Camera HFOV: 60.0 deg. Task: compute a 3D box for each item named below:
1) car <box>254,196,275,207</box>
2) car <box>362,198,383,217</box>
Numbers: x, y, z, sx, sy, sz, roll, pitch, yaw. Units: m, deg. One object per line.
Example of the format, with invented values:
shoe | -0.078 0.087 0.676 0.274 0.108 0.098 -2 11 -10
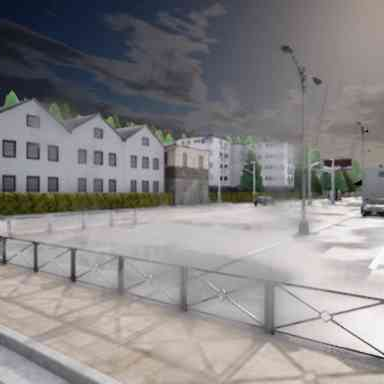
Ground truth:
car | 10.375 1.279 47.366 1.837 1.490 4.892 0 0 32
car | 15.104 1.293 27.041 2.007 1.523 4.514 0 0 35
